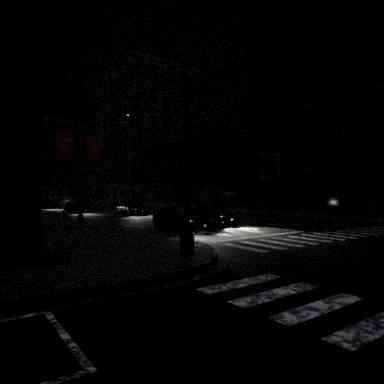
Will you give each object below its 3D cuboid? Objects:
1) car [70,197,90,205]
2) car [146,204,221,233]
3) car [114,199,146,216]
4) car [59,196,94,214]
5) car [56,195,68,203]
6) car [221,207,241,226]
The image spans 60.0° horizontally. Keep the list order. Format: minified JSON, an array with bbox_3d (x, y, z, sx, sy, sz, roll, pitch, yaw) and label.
[{"bbox_3d":[-19.053,1.510,56.598,1.895,1.301,4.718,0,0,-36],"label":"car"},{"bbox_3d":[-0.652,1.505,19.592,1.812,1.442,4.674,0,0,-36],"label":"car"},{"bbox_3d":[-5.976,1.453,32.517,1.837,1.490,4.892,0,2,-36],"label":"car"},{"bbox_3d":[-12.212,1.497,35.626,2.033,1.411,5.357,0,0,-36],"label":"car"},{"bbox_3d":[-25.126,1.381,65.027,2.128,1.511,4.902,0,0,-36],"label":"car"},{"bbox_3d":[1.328,1.537,22.369,1.994,1.385,4.181,0,0,-36],"label":"car"}]
